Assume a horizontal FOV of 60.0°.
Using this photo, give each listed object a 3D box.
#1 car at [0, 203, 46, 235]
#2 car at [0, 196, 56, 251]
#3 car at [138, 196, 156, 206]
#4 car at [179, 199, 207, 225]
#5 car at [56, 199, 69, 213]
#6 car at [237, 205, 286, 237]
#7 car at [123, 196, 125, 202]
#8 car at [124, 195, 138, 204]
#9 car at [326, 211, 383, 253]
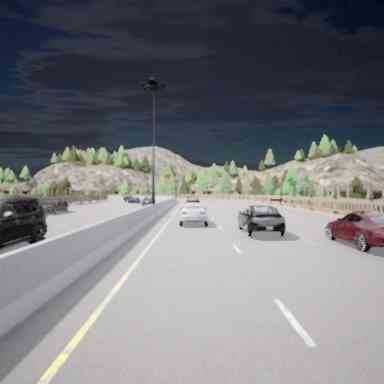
[{"bbox_3d":[-10.598,1.461,19.571,1.837,1.490,4.892,0,0,0],"label":"car"},{"bbox_3d":[-7.098,1.194,11.690,2.150,2.045,5.566,0,0,0],"label":"car"},{"bbox_3d":[-7.051,1.420,54.487,2.128,1.511,4.902,0,0,1],"label":"car"},{"bbox_3d":[0.102,1.475,23.160,1.812,1.442,4.674,0,0,0],"label":"car"},{"bbox_3d":[-14.090,1.426,33.645,2.128,1.511,4.902,0,0,0],"label":"car"},{"bbox_3d":[3.601,1.451,17.815,2.128,1.511,4.902,0,0,0],"label":"car"},{"bbox_3d":[-14.254,1.339,74.394,1.882,1.535,5.008,0,0,-4],"label":"car"},{"bbox_3d":[-10.522,1.498,60.830,1.994,1.385,4.181,0,0,1],"label":"car"},{"bbox_3d":[7.101,1.494,13.505,1.812,1.442,4.674,0,0,0],"label":"car"}]
